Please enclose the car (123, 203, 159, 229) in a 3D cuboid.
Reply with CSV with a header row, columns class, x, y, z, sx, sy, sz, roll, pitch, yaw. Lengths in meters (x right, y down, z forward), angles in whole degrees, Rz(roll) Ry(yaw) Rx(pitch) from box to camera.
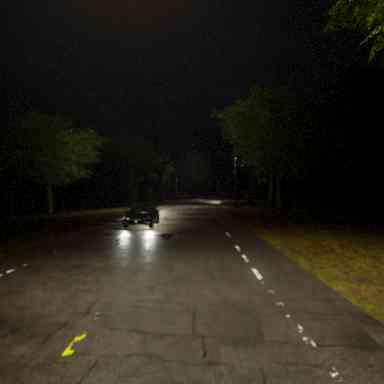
class,x,y,z,sx,sy,sz,roll,pitch,yaw
car,-3.303,1.544,22.301,1.837,1.490,4.892,0,-1,1
